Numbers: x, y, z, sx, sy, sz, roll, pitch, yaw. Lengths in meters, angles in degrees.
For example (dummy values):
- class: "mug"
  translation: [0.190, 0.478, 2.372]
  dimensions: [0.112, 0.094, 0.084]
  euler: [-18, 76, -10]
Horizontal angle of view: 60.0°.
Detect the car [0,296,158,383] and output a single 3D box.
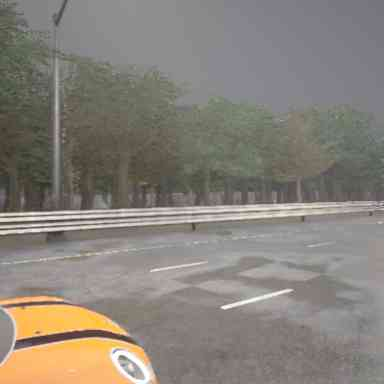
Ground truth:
- class: "car"
  translation: [-2.444, 1.353, 2.126]
  dimensions: [4.553, 1.767, 2.097]
  euler: [0, 0, -35]
